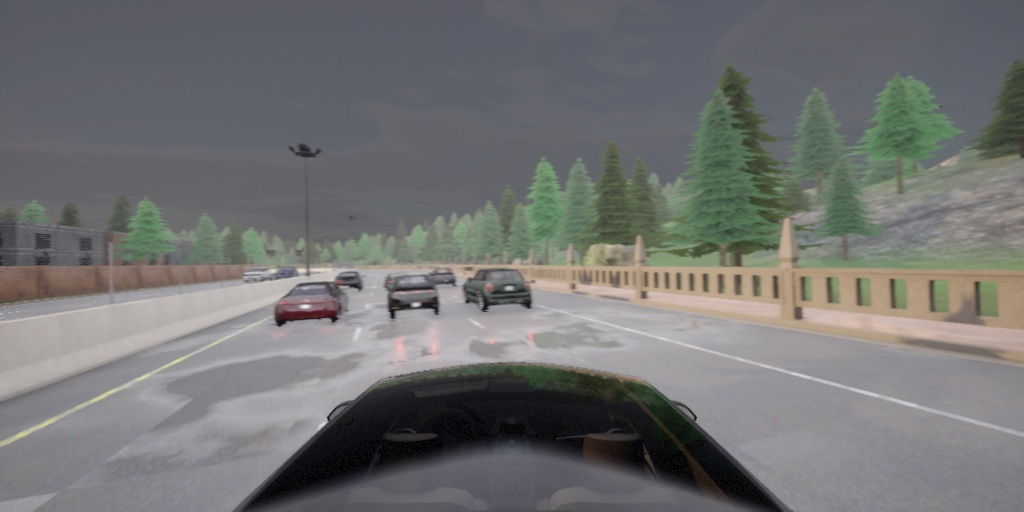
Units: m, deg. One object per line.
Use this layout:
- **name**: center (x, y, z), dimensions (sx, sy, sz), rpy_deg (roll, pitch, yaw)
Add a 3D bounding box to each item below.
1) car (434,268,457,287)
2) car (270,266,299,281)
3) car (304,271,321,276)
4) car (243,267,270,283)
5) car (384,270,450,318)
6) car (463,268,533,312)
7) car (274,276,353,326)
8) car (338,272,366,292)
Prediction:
- **car**: center (-5.890, 1.772, 29.998), dimensions (2.128, 1.511, 4.902), rpy_deg (-1, -1, -19)
- **car**: center (-32.378, 2.521, 51.724), dimensions (2.150, 2.045, 5.566), rpy_deg (-1, -1, -19)
- **car**: center (-28.696, 2.800, 51.805), dimensions (1.895, 1.301, 4.718), rpy_deg (-1, -1, -19)
- **car**: center (-35.622, 2.595, 50.408), dimensions (2.150, 2.045, 5.566), rpy_deg (-1, -1, -19)
- **car**: center (-4.116, 1.525, 14.701), dimensions (2.128, 1.511, 4.902), rpy_deg (-1, -1, -19)
- **car**: center (-0.799, 1.306, 15.807), dimensions (2.097, 1.767, 4.553), rpy_deg (-1, -1, -19)
- **car**: center (-7.475, 1.679, 13.717), dimensions (1.994, 1.385, 4.181), rpy_deg (-1, -1, -19)
- **car**: center (-12.483, 1.940, 27.653), dimensions (1.837, 1.490, 4.892), rpy_deg (-1, 0, -19)
